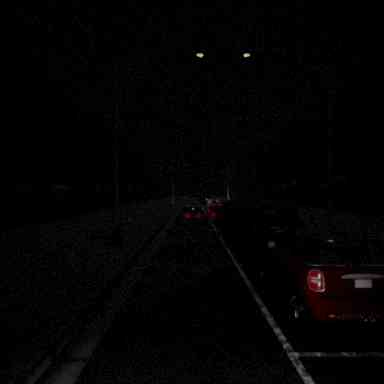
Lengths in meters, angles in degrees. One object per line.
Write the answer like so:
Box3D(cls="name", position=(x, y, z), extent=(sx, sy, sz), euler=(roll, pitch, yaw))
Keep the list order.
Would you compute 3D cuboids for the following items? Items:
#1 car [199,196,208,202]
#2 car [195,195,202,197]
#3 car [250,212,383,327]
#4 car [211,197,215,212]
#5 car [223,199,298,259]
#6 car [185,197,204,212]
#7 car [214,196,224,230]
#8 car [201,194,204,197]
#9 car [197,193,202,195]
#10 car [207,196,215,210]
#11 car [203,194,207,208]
Box3D(cls="car", position=(2.649, 1.578, 77.272), extent=(1.947, 1.339, 4.313), euler=(-1, 0, 0))
Box3D(cls="car", position=(0.099, 1.540, 48.208), extent=(1.994, 1.385, 4.181), euler=(0, 0, 1))
Box3D(cls="car", position=(2.632, 1.429, 7.042), extent=(1.967, 1.590, 4.097), euler=(-1, 0, 0))
Box3D(cls="car", position=(2.635, 1.414, 23.249), extent=(1.967, 1.590, 4.097), euler=(-1, 0, 0))
Box3D(cls="car", position=(2.632, 1.297, 12.443), extent=(2.192, 1.841, 5.009), euler=(-1, 0, 0))
Box3D(cls="car", position=(0.118, 1.573, 38.692), extent=(1.895, 1.301, 4.718), euler=(0, 0, 0))
Box3D(cls="car", position=(2.633, 1.292, 17.846), extent=(2.192, 1.841, 5.009), euler=(-1, 0, 0))
Box3D(cls="car", position=(2.645, 1.569, 61.065), extent=(1.802, 1.307, 4.206), euler=(-1, 0, 0))
Box3D(cls="car", position=(2.646, 1.443, 71.871), extent=(1.967, 1.590, 4.097), euler=(-1, 0, 0))
Box3D(cls="car", position=(3.035, 1.428, 38.431), extent=(1.801, 1.575, 5.366), euler=(0, 0, 0))
Box3D(cls="car", position=(3.000, 1.329, 45.212), extent=(2.097, 1.767, 4.553), euler=(0, 0, 0))
